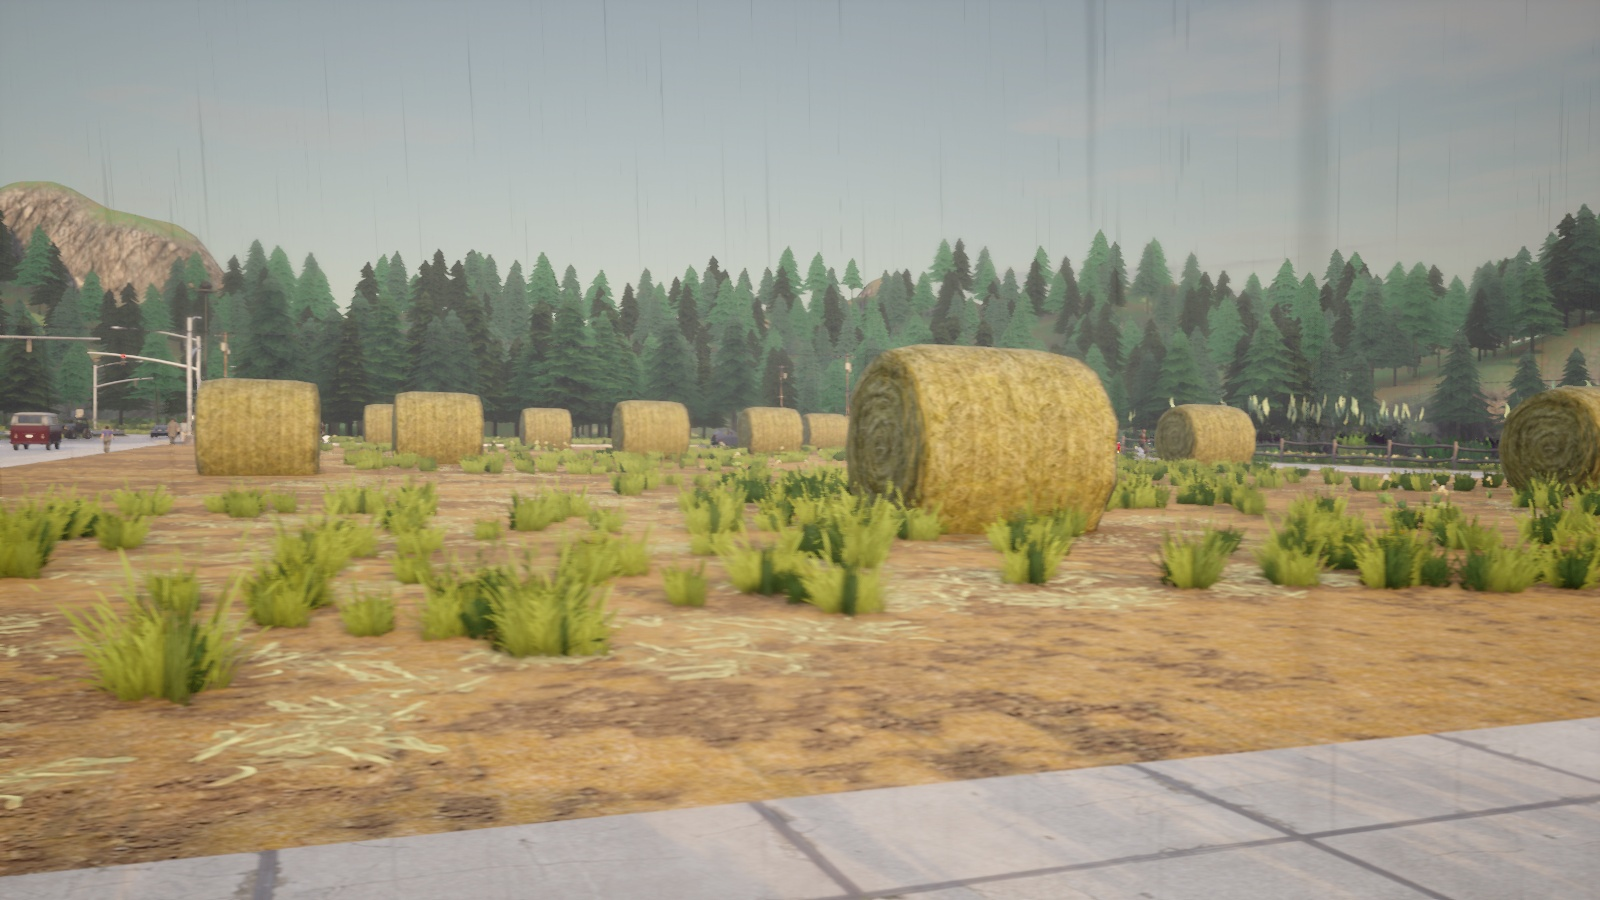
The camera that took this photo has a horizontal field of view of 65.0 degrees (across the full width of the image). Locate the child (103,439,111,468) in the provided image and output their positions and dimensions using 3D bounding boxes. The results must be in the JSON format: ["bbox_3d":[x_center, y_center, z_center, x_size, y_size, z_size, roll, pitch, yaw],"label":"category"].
[{"bbox_3d":[-30.637,0.138,55.522,0.270,1.263,0.437,-1,1,-27],"label":"child"}]

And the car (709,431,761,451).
[{"bbox_3d":[-5.036,-0.715,97.752,3.633,1.501,1.845,-1,1,-21],"label":"car"}]

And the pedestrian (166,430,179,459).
[{"bbox_3d":[-42.980,-0.360,86.043,0.659,1.952,0.873,-1,1,-17],"label":"pedestrian"}]

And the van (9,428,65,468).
[{"bbox_3d":[-40.271,-0.130,66.332,1.775,1.987,4.442,-1,1,-22],"label":"van"}]
